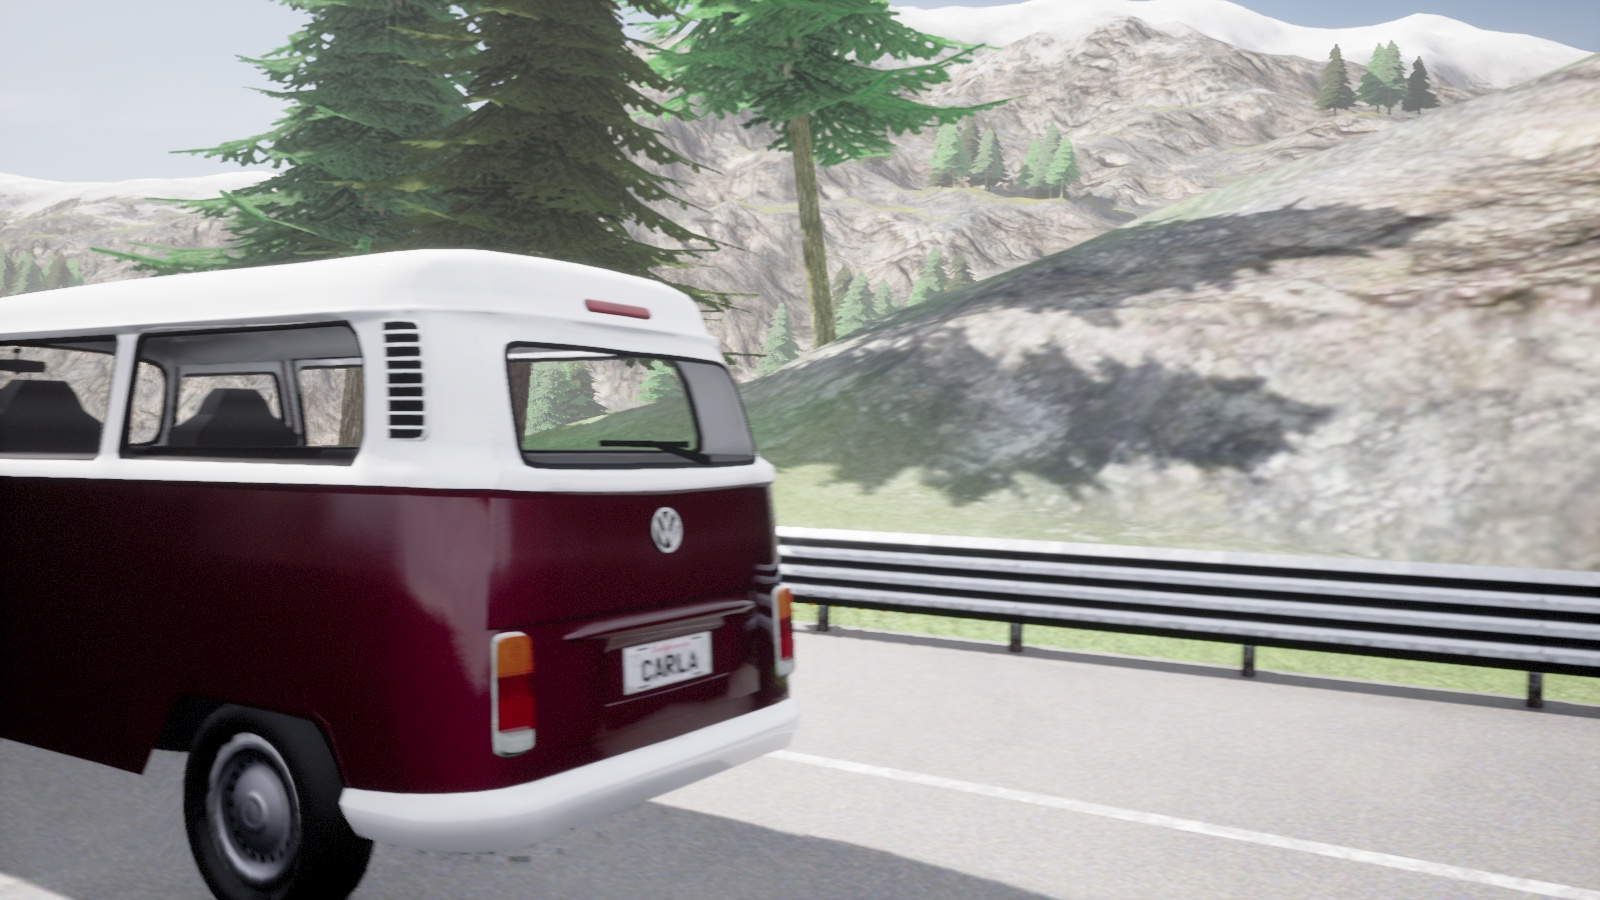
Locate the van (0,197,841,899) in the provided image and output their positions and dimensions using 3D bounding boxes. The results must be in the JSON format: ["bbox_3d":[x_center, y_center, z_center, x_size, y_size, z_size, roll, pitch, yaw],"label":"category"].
[{"bbox_3d":[-2.298,0.405,5.066,4.480,2.038,2.069,0,1,32],"label":"van"}]
